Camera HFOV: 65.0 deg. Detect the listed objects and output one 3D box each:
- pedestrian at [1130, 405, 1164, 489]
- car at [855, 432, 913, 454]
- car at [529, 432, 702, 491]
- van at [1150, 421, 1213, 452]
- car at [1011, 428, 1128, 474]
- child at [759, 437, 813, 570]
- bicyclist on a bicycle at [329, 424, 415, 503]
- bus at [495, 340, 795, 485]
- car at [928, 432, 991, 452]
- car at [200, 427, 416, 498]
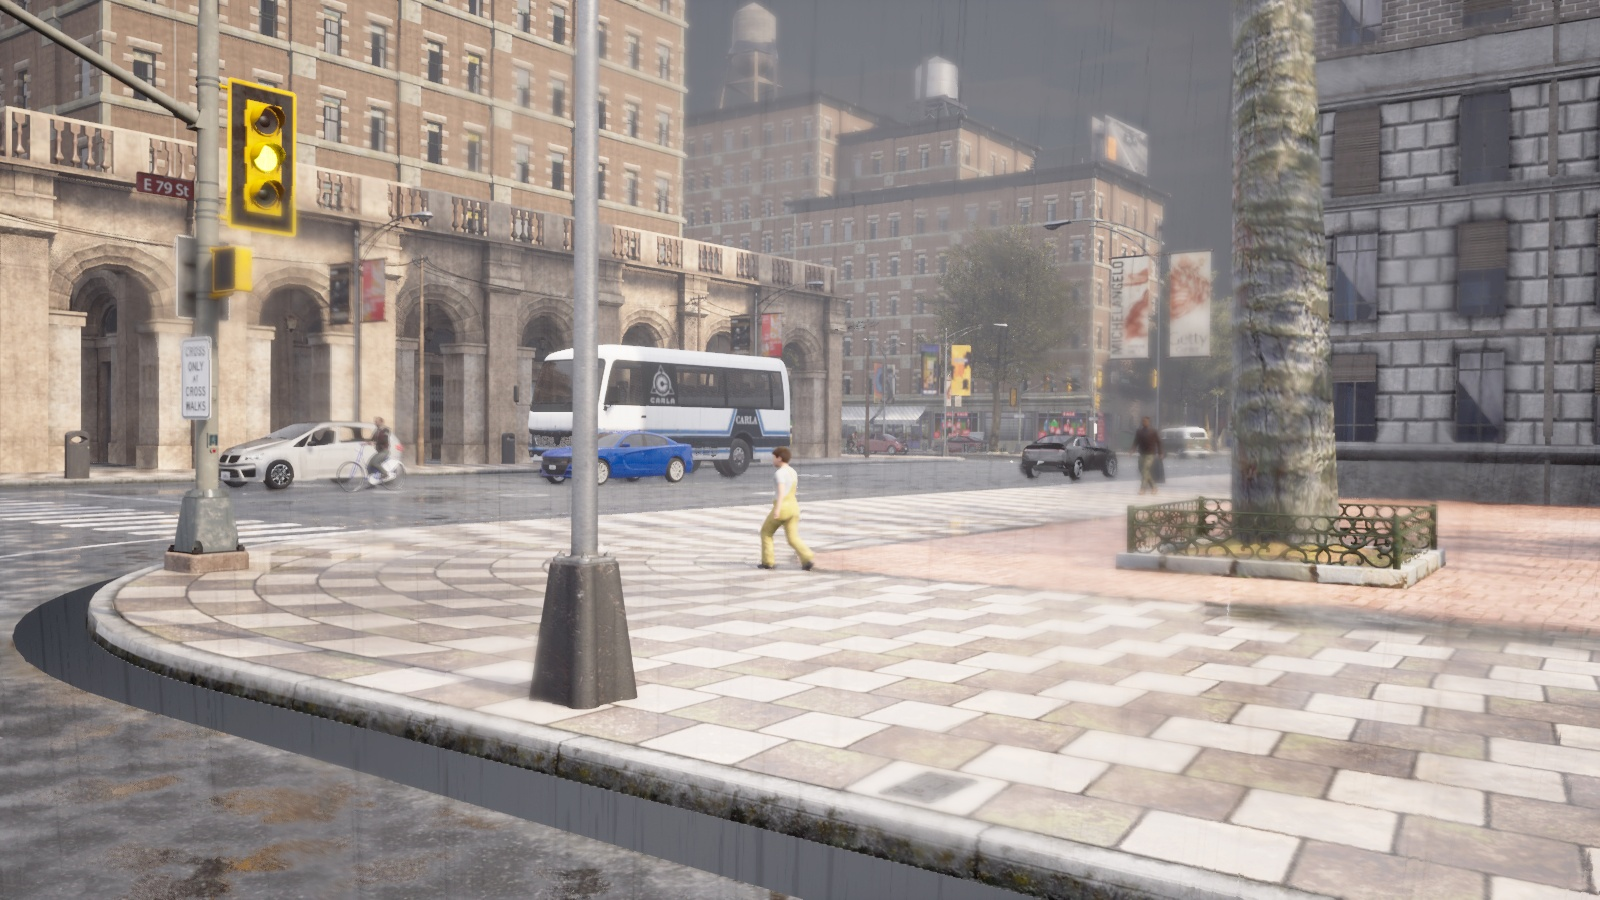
[{"bbox_3d":[7.712,-0.063,27.919,0.431,1.840,0.703,0,1,44],"label":"pedestrian"},{"bbox_3d":[5.854,-0.509,87.856,3.633,1.501,1.845,0,1,36],"label":"car"},{"bbox_3d":[-5.174,0.266,35.848,1.882,1.535,5.008,0,1,37],"label":"car"},{"bbox_3d":[25.421,-0.921,83.847,2.069,2.038,4.480,0,1,-12],"label":"van"},{"bbox_3d":[9.455,0.004,43.757,2.128,1.511,4.902,0,1,37],"label":"car"},{"bbox_3d":[-0.135,0.503,12.149,0.437,1.263,0.270,0,1,36],"label":"child"},{"bbox_3d":[-9.999,0.291,29.381,0.659,1.776,1.843,0,1,37],"label":"bicyclist on a bicycle"},{"bbox_3d":[-4.838,-1.178,42.145,3.944,4.253,10.273,0,1,37],"label":"bus"},{"bbox_3d":[11.855,-0.588,93.373,4.181,1.385,1.994,0,1,37],"label":"car"},{"bbox_3d":[-12.425,0.251,31.977,2.242,1.667,4.611,0,1,37],"label":"car"}]
